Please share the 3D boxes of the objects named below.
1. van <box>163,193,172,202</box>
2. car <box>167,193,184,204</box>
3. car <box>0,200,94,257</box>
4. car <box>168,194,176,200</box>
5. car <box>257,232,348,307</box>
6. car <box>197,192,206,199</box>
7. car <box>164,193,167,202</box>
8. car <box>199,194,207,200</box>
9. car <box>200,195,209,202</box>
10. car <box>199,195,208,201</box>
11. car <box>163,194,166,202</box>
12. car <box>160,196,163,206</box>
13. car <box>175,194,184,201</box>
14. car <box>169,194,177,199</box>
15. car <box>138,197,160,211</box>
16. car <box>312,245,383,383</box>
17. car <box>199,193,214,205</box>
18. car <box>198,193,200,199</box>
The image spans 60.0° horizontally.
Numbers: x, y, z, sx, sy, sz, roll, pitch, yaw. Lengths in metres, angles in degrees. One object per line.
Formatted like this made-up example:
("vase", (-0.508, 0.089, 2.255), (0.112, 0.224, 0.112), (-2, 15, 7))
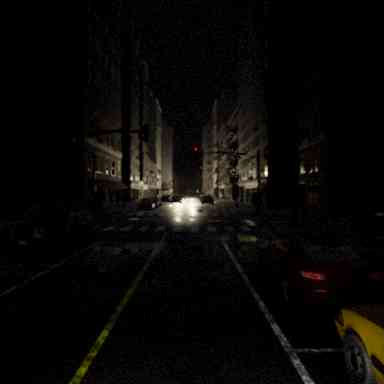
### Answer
("van", (-5.370, 1.155, 72.218), (1.690, 1.788, 3.998), (0, 0, 0))
("car", (-2.775, 1.333, 57.684), (1.882, 1.535, 5.008), (0, 0, 1))
("car", (-5.385, 1.284, 13.031), (2.192, 1.841, 5.009), (0, 0, 0))
("car", (-5.366, 1.294, 88.410), (1.752, 1.417, 4.829), (0, 0, 0))
("car", (2.639, 1.563, 7.608), (1.802, 1.307, 4.206), (0, 0, 0))
("car", (2.659, 1.070, 94.027), (2.192, 1.841, 5.009), (0, 0, 0))
("car", (-5.371, 1.395, 66.765), (1.947, 1.339, 4.313), (0, 0, 0))
("car", (2.658, 1.307, 83.289), (1.752, 1.417, 4.829), (0, 0, 0))
("car", (2.655, 1.358, 72.211), (1.887, 1.381, 4.507), (0, 0, 0))
("car", (2.656, 1.348, 77.665), (2.008, 1.369, 4.403), (0, 0, 0))
("car", (-5.375, 1.401, 50.233), (1.752, 1.417, 4.829), (0, 0, 0))
("car", (-5.377, 1.435, 44.950), (1.887, 1.381, 4.507), (0, 0, 0))
("car", (-2.733, 1.205, 72.949), (1.812, 1.442, 4.674), (0, 0, 0))
("car", (-5.365, 1.337, 94.033), (1.802, 1.307, 4.206), (0, 0, 0))
("car", (-5.378, 1.455, 39.495), (2.008, 1.369, 4.403), (0, 0, 0))
("car", (2.638, 1.519, 2.366), (1.752, 1.417, 4.829), (0, 0, 0))
("car", (2.651, 1.300, 55.848), (1.967, 1.590, 4.097), (0, 0, 0))
("car", (2.654, 1.269, 66.757), (1.967, 1.590, 4.097), (0, 0, 0))
